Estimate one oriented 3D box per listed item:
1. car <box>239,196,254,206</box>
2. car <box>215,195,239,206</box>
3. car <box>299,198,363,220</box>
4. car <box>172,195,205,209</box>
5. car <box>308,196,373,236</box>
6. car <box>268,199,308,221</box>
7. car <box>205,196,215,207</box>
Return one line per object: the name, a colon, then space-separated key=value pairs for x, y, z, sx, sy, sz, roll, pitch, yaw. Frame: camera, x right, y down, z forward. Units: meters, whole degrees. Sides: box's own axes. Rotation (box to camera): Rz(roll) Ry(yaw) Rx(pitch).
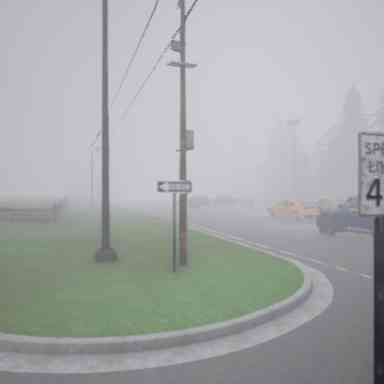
car: x=7.112 y=1.219 z=47.864 sx=1.994 sy=1.385 sz=4.181 roll=0 pitch=0 yaw=-20
car: x=4.153 y=1.177 z=45.757 sx=1.837 sy=1.490 sz=4.892 roll=0 pitch=0 yaw=-20
car: x=11.017 y=1.277 z=26.837 sx=1.882 sy=1.535 sz=5.008 roll=0 pitch=0 yaw=-20
car: x=-0.713 y=1.273 z=38.646 sx=2.033 sy=1.411 sz=5.357 roll=0 pitch=0 yaw=-20
car: x=7.994 y=1.110 z=14.646 sx=2.150 sy=2.045 sz=5.566 roll=0 pitch=0 yaw=-20
car: x=7.740 y=1.289 z=25.611 sx=1.882 sy=1.535 sz=5.008 roll=0 pitch=0 yaw=-20
car: x=0.872 y=1.188 z=44.538 sx=1.837 sy=1.490 sz=4.892 roll=0 pitch=0 yaw=-20
